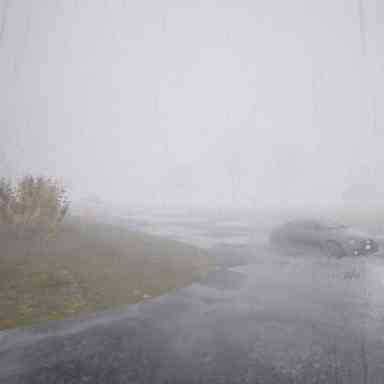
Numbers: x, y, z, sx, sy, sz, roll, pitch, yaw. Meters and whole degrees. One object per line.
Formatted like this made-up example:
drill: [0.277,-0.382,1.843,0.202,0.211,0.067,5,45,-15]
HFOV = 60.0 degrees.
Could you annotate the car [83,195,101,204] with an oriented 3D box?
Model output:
car: [-18.688,1.325,61.999,2.097,1.767,4.553,0,0,-34]

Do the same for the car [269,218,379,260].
car: [5.125,1.748,13.403,1.994,1.385,4.181,0,0,-33]
